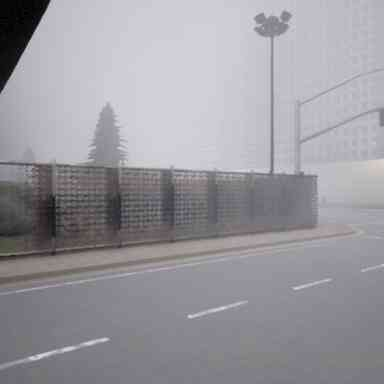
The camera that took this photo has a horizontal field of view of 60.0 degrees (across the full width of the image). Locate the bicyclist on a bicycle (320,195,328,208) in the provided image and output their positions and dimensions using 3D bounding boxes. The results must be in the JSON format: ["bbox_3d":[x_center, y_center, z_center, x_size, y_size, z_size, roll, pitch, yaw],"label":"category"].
[{"bbox_3d":[17.133,1.260,43.214,1.656,1.620,0.582,0,0,-35],"label":"bicyclist on a bicycle"}]
